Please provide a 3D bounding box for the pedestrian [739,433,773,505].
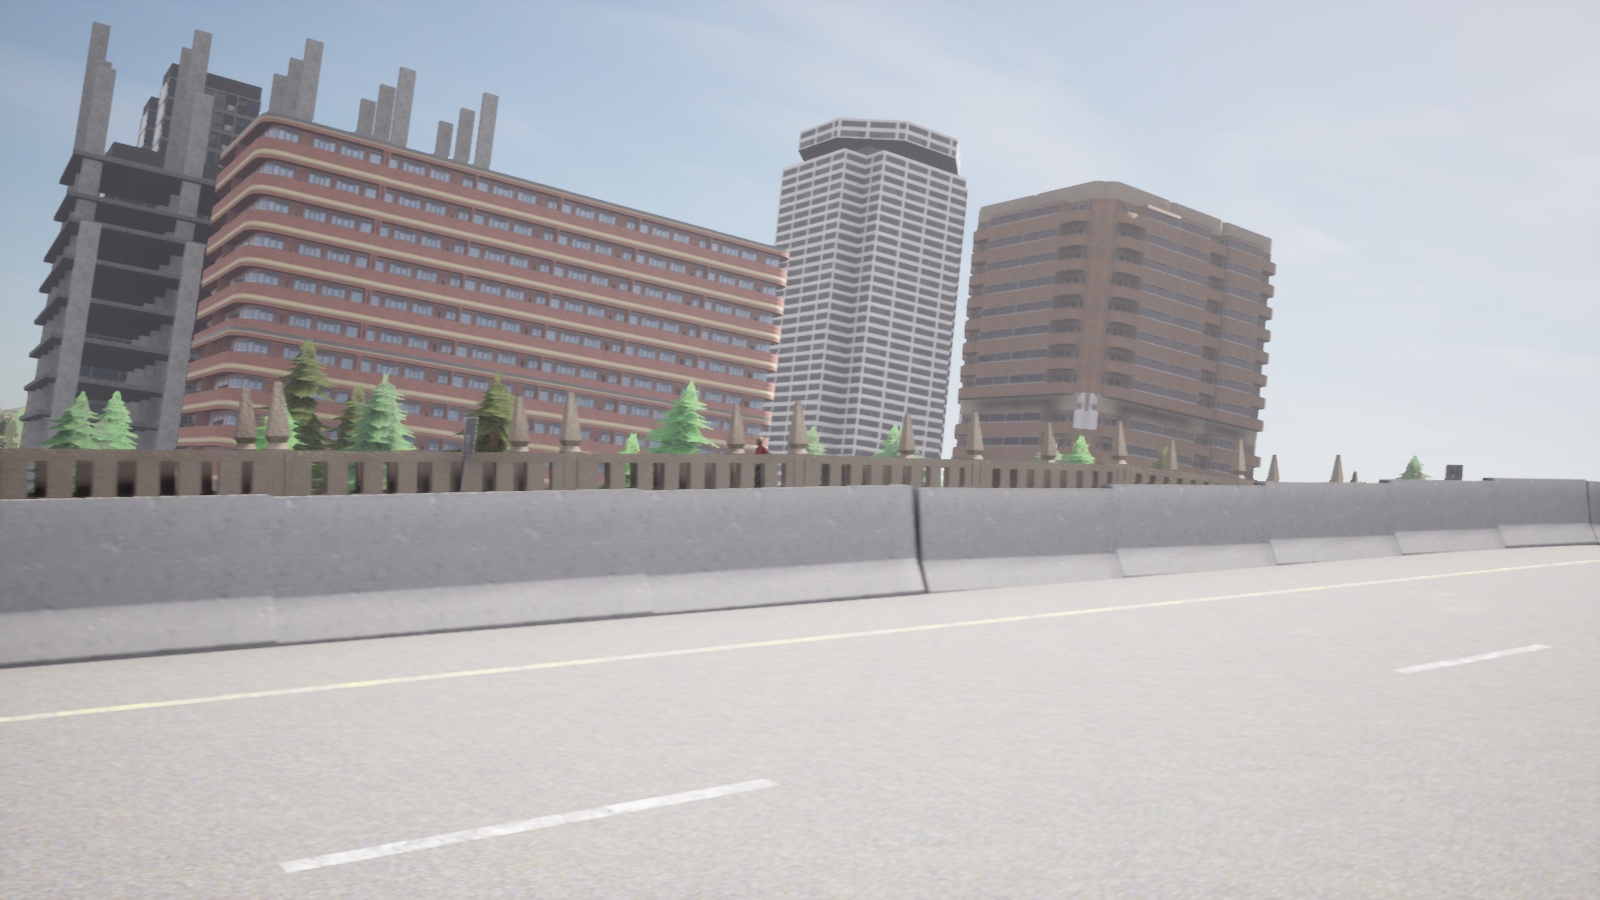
[{"bbox_3d":[-1.183,0.502,33.552,0.636,1.846,0.331,9,-5,-34],"label":"pedestrian"}]
